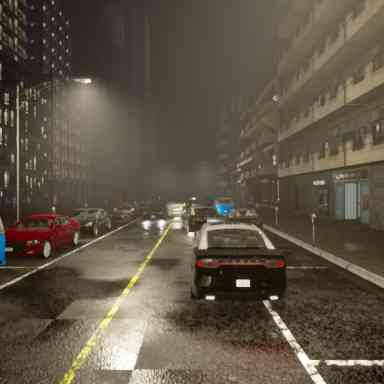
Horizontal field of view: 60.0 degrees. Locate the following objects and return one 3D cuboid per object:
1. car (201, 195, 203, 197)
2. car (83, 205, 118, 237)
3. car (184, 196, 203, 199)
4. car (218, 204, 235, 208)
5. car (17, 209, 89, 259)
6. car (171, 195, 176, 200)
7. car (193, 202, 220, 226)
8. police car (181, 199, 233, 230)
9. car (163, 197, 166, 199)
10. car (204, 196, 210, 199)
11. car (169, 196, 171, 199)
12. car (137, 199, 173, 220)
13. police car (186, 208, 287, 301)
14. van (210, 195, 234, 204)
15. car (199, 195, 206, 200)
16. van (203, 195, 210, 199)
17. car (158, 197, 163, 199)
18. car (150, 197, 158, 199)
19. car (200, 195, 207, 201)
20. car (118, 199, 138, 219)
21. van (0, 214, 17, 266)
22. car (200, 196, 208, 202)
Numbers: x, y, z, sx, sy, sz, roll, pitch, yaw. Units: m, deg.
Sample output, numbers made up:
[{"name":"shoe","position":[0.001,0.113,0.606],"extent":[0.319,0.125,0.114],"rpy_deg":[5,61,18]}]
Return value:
[{"name":"car","position":[2.852,1.620,73.299],"extent":[1.947,1.339,4.313],"rpy_deg":[0,0,0]},{"name":"car","position":[-5.654,1.567,18.090],"extent":[1.947,1.339,4.313],"rpy_deg":[0,0,0]},{"name":"car","position":[0.131,1.621,44.198],"extent":[1.895,1.301,4.718],"rpy_deg":[0,0,1]},{"name":"car","position":[2.727,1.552,18.071],"extent":[2.008,1.369,4.403],"rpy_deg":[0,0,0]},{"name":"car","position":[-5.666,1.545,12.567],"extent":[1.887,1.381,4.507],"rpy_deg":[0,0,0]},{"name":"car","position":[-5.479,1.661,95.411],"extent":[1.947,1.339,4.313],"rpy_deg":[0,0,0]},{"name":"car","position":[0.954,1.530,24.405],"extent":[1.812,1.442,4.674],"rpy_deg":[0,0,0]},{"name":"police car","position":[0.503,1.426,18.415],"extent":[1.930,1.638,5.238],"rpy_deg":[0,0,-8]},{"name":"car","position":[-5.579,1.467,51.228],"extent":[1.967,1.590,4.097],"rpy_deg":[0,0,0]},{"name":"car","position":[2.777,1.561,40.161],"extent":[1.887,1.381,4.507],"rpy_deg":[0,0,0]},{"name":"car","position":[-5.554,1.604,62.273],"extent":[1.947,1.339,4.313],"rpy_deg":[0,0,0]},{"name":"car","position":[-3.036,1.554,28.636],"extent":[2.033,1.411,5.357],"rpy_deg":[0,0,0]},{"name":"police car","position":[0.918,1.425,8.514],"extent":[1.930,1.638,5.238],"rpy_deg":[0,0,0]},{"name":"van","position":[2.751,1.348,29.117],"extent":[1.690,1.788,3.998],"rpy_deg":[0,0,0]},{"name":"car","position":[2.901,1.639,95.391],"extent":[1.887,1.381,4.507],"rpy_deg":[0,0,0]},{"name":"van","position":[2.789,1.362,45.684],"extent":[1.690,1.788,3.998],"rpy_deg":[0,0,0]},{"name":"car","position":[-5.591,1.572,45.704],"extent":[2.008,1.369,4.403],"rpy_deg":[0,0,0]},{"name":"car","position":[-5.604,1.567,40.181],"extent":[2.008,1.369,4.403],"rpy_deg":[0,0,0]},{"name":"car","position":[2.876,1.599,84.515],"extent":[1.752,1.417,4.829],"rpy_deg":[0,0,0]},{"name":"car","position":[-5.629,1.447,29.137],"extent":[1.967,1.590,4.097],"rpy_deg":[0,0,0]},{"name":"van","position":[-5.679,1.341,7.044],"extent":[1.690,1.788,3.998],"rpy_deg":[0,0,0]},{"name":"car","position":[2.865,1.589,78.991],"extent":[1.752,1.417,4.829],"rpy_deg":[0,0,0]}]
